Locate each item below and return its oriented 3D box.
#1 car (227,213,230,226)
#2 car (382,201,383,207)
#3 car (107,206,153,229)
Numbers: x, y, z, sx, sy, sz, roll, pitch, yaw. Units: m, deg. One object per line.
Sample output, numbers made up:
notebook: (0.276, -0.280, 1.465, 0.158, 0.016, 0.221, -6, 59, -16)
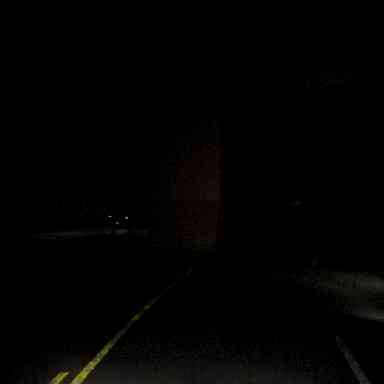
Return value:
car: (0.913, 1.674, 22.790, 1.994, 1.385, 4.181, 0, 0, 37)
car: (27.178, 1.992, 49.088, 4.892, 1.490, 1.837, 1, -1, -28)
car: (-3.465, 1.667, 22.661, 1.895, 1.301, 4.718, 0, 0, 33)
